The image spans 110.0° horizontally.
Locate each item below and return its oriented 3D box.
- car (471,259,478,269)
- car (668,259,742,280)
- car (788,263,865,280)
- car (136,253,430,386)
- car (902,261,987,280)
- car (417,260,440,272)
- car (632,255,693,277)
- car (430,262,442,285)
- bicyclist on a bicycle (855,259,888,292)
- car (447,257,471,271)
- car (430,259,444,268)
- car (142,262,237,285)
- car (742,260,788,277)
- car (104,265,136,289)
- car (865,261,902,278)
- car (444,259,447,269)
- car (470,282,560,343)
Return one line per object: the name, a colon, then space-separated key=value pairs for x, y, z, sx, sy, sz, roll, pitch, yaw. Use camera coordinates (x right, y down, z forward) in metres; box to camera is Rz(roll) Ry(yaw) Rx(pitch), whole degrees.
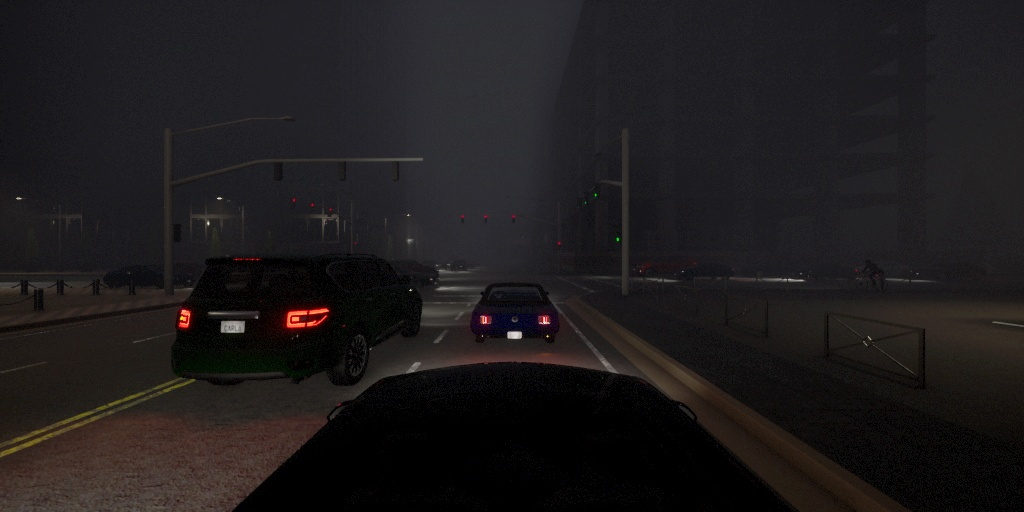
car: x=-7.114 y=1.227 z=57.988 sx=1.882 sy=1.535 sz=5.008 roll=0 pitch=0 yaw=0
car: x=15.637 y=1.220 z=29.250 sx=4.674 sy=1.442 sz=1.812 roll=0 pitch=0 yaw=0
car: x=25.601 y=1.258 z=29.310 sx=4.181 sy=1.385 sz=1.994 roll=0 pitch=0 yaw=0
car: x=-3.441 y=0.971 z=7.129 sx=2.150 sy=2.045 sz=5.566 roll=0 pitch=0 yaw=0
car: x=35.595 y=1.199 z=29.336 sx=4.892 sy=1.490 sz=1.837 roll=0 pitch=0 yaw=0
car: x=-10.623 y=1.255 z=45.907 sx=1.837 sy=1.490 sz=4.892 roll=0 pitch=0 yaw=0
car: x=13.918 y=0.917 z=32.766 sx=5.566 sy=2.045 sz=2.150 roll=0 pitch=0 yaw=0
car: x=-7.323 y=1.270 z=21.833 sx=5.357 sy=1.411 sz=2.033 roll=0 pitch=0 yaw=-1
bicyclist on a bicycle: x=18.322 y=0.998 z=18.298 sx=0.582 sy=1.620 sz=1.656 roll=0 pitch=0 yaw=0
car: x=-7.123 y=1.255 z=48.531 sx=1.837 sy=1.490 sz=4.892 roll=0 pitch=0 yaw=0
car: x=-8.259 y=1.072 z=28.949 sx=4.553 sy=1.767 sz=2.097 roll=0 pitch=0 yaw=-37
car: x=-22.472 y=1.172 z=25.120 sx=5.008 sy=1.535 sz=1.882 roll=0 pitch=0 yaw=0
car: x=23.647 y=1.172 z=32.801 sx=5.008 sy=1.535 sz=1.882 roll=0 pitch=0 yaw=-1
car: x=-21.681 y=1.220 z=21.564 sx=4.674 sy=1.442 sz=1.812 roll=0 pitch=0 yaw=2
car: x=33.642 y=1.220 z=32.831 sx=4.674 sy=1.442 sz=1.812 roll=0 pitch=0 yaw=0
car: x=-10.619 y=1.241 z=55.250 sx=2.128 sy=1.511 sz=4.902 roll=0 pitch=0 yaw=0
car: x=0.075 y=1.351 z=9.644 sx=1.895 sy=1.301 sz=4.718 roll=0 pitch=0 yaw=0
